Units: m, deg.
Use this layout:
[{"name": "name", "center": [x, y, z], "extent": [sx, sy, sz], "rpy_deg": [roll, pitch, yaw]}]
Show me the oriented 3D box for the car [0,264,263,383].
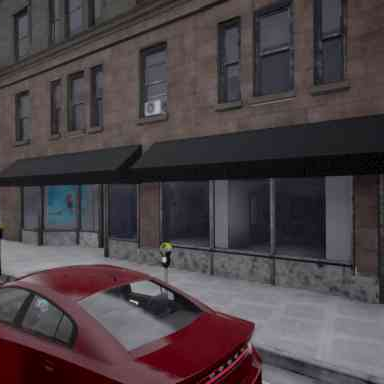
[{"name": "car", "center": [-1.444, 1.545, 3.875], "extent": [4.507, 1.381, 1.887], "rpy_deg": [0, 0, 35]}]
